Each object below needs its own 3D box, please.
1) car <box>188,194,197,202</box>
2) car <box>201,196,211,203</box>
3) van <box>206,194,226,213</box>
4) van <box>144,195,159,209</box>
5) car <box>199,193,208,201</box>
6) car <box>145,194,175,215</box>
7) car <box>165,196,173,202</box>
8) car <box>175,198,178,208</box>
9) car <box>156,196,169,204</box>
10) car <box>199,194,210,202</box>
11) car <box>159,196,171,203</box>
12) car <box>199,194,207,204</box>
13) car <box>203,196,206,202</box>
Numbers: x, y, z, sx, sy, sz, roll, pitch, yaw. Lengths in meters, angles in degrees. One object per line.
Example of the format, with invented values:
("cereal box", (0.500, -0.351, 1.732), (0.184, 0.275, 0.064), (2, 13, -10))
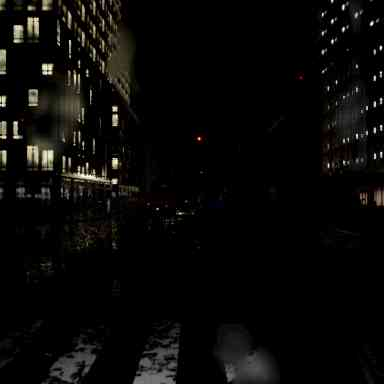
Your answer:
("car", (0.118, 1.352, 72.843), (2.097, 1.767, 4.553), (0, 0, 0))
("car", (2.792, 1.542, 69.151), (1.887, 1.381, 4.507), (0, 0, 0))
("van", (2.735, 1.341, 35.919), (1.690, 1.788, 3.998), (0, 0, 0))
("van", (-5.702, 1.341, 47.037), (1.690, 1.788, 3.998), (0, 0, 0))
("car", (2.879, 1.310, 85.769), (2.192, 1.841, 5.009), (0, 0, 0))
("car", (-3.182, 1.222, 33.613), (2.150, 2.045, 5.566), (0, 0, 0))
("car", (-5.531, 1.578, 80.273), (1.802, 1.307, 4.206), (0, 0, 0))
("car", (-3.131, 1.525, 43.391), (1.812, 1.442, 4.674), (0, 0, 0))
("car", (-5.617, 1.564, 63.655), (1.947, 1.339, 4.313), (0, 0, 0))
("car", (2.821, 1.312, 74.691), (2.192, 1.841, 5.009), (0, 0, 0))
("car", (-5.589, 1.548, 69.193), (2.008, 1.369, 4.403), (0, 0, 0))
("car", (2.764, 1.313, 63.612), (2.192, 1.841, 5.009), (0, 0, 0))
("car", (2.672, 1.544, 41.458), (1.887, 1.381, 4.507), (0, 0, 0))
